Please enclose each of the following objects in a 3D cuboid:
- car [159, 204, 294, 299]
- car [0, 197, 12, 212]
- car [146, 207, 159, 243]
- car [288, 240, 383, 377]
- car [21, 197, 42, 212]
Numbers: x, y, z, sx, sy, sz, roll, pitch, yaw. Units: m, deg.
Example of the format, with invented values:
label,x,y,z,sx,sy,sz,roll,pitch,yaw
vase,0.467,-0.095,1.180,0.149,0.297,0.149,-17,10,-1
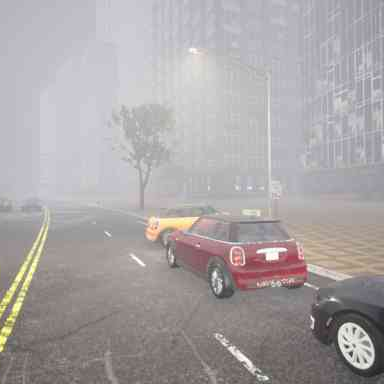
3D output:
label,x,y,z,sx,sy,sz,roll,pitch,yaw
car,0.860,1.355,8.871,2.097,1.767,4.553,0,0,-22
car,-21.883,1.390,38.042,2.097,1.767,4.553,0,0,-24
car,0.334,1.276,14.492,4.553,1.767,2.097,-3,1,-18
car,3.607,1.505,3.406,1.837,1.490,4.892,0,0,-36
car,-18.917,1.392,39.371,2.097,1.767,4.553,0,0,-24
